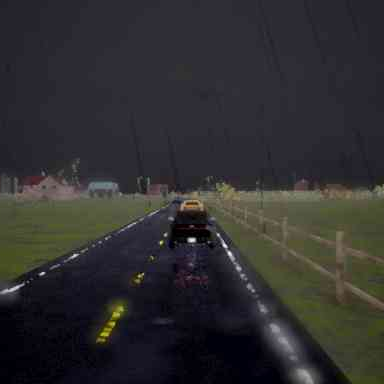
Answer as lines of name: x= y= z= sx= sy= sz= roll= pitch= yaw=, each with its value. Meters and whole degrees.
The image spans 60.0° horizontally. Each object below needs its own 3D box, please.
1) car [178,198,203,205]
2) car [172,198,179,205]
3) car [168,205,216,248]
car: x=-0.001 y=1.499 z=29.658 sx=1.882 sy=1.535 sz=5.008 roll=0 pitch=0 yaw=0
car: x=-2.750 y=1.703 z=61.635 sx=1.895 sy=1.301 sz=4.718 roll=0 pitch=0 yaw=0
car: x=0.000 y=1.521 z=14.654 sx=1.837 sy=1.490 sz=4.892 roll=0 pitch=0 yaw=0
